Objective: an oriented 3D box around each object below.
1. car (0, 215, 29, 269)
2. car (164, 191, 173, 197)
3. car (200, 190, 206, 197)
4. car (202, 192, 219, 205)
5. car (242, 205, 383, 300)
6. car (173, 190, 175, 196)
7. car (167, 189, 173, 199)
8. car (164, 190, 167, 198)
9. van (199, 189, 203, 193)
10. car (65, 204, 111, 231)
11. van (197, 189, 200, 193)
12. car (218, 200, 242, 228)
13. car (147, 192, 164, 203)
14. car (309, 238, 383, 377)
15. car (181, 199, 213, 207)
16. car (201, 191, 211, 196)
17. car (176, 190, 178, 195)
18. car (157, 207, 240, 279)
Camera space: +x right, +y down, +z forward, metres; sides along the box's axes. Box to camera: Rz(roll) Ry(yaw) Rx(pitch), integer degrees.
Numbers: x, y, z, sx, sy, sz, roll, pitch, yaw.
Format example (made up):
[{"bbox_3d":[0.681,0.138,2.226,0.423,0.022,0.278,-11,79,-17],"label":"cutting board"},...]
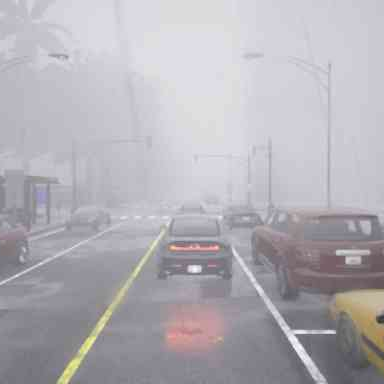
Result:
[{"bbox_3d":[-5.767,1.350,8.085,1.967,1.590,4.097,0,1,0],"label":"car"},{"bbox_3d":[-5.803,0.557,83.145,1.752,1.417,4.829,0,1,0],"label":"car"},{"bbox_3d":[2.735,0.881,56.370,1.752,1.417,4.829,0,1,0],"label":"car"},{"bbox_3d":[2.741,1.051,45.360,1.947,1.339,4.313,0,1,0],"label":"car"},{"bbox_3d":[2.757,1.224,8.072,2.192,1.841,5.009,0,1,0],"label":"car"},{"bbox_3d":[-5.801,0.412,77.893,2.192,1.841,5.009,0,1,0],"label":"car"},{"bbox_3d":[-5.798,0.604,72.474,1.967,1.590,4.097,0,1,0],"label":"car"},{"bbox_3d":[-5.790,0.798,56.214,1.967,1.590,4.097,0,1,0],"label":"car"},{"bbox_3d":[2.732,0.635,61.617,1.690,1.788,3.998,0,1,0],"label":"van"},{"bbox_3d":[-5.772,1.370,18.939,1.802,1.307,4.206,0,1,0],"label":"car"},{"bbox_3d":[2.722,0.371,83.297,1.690,1.788,3.998,0,1,0],"label":"van"},{"bbox_3d":[2.753,1.354,18.925,1.947,1.339,4.313,0,1,0],"label":"car"},{"bbox_3d":[-5.787,0.973,50.795,2.008,1.369,4.403,0,1,0],"label":"car"},{"bbox_3d":[2.761,1.493,2.820,1.752,1.417,4.829,0,1,0],"label":"car"},{"bbox_3d":[-0.005,1.344,19.680,1.994,1.385,4.181,0,1,0],"label":"car"},{"bbox_3d":[2.738,0.987,50.780,1.947,1.339,4.313,0,1,0],"label":"car"},{"bbox_3d":[-5.809,0.210,94.152,2.192,1.841,5.009,0,1,0],"label":"car"},{"bbox_3d":[0.073,1.397,9.652,1.837,1.490,4.892,0,1,0],"label":"car"}]
